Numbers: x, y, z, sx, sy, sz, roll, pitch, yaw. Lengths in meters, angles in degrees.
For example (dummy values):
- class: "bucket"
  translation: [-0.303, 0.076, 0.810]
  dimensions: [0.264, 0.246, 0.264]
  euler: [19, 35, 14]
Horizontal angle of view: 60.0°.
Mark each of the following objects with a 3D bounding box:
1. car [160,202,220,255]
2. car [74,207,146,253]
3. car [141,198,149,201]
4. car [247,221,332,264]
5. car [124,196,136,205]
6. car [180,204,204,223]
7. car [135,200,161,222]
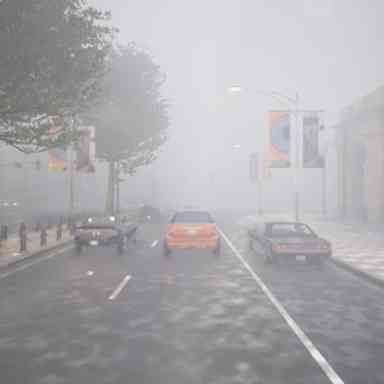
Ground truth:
- class: "car"
  translation: [0.006, 1.484, 14.088]
  dimensions: [2.097, 1.767, 4.553]
  euler: [0, -1, 0]
- class: "car"
  translation: [-3.493, 1.628, 14.303]
  dimensions: [2.128, 1.511, 4.902]
  euler: [0, 0, 0]
- class: "car"
  translation: [-11.484, 2.287, 81.348]
  dimensions: [2.128, 1.511, 4.902]
  euler: [0, -1, 0]
- class: "car"
  translation: [3.252, 1.710, 12.169]
  dimensions: [1.895, 1.301, 4.718]
  euler: [0, -1, 0]
- class: "car"
  translation: [-14.984, 1.987, 81.309]
  dimensions: [2.150, 2.045, 5.566]
  euler: [0, -1, 0]
- class: "car"
  translation: [0.039, 1.841, 29.304]
  dimensions: [1.994, 1.385, 4.181]
  euler: [0, 0, 1]
- class: "car"
  translation: [-3.492, 1.784, 29.314]
  dimensions: [1.837, 1.490, 4.892]
  euler: [0, 0, 0]
